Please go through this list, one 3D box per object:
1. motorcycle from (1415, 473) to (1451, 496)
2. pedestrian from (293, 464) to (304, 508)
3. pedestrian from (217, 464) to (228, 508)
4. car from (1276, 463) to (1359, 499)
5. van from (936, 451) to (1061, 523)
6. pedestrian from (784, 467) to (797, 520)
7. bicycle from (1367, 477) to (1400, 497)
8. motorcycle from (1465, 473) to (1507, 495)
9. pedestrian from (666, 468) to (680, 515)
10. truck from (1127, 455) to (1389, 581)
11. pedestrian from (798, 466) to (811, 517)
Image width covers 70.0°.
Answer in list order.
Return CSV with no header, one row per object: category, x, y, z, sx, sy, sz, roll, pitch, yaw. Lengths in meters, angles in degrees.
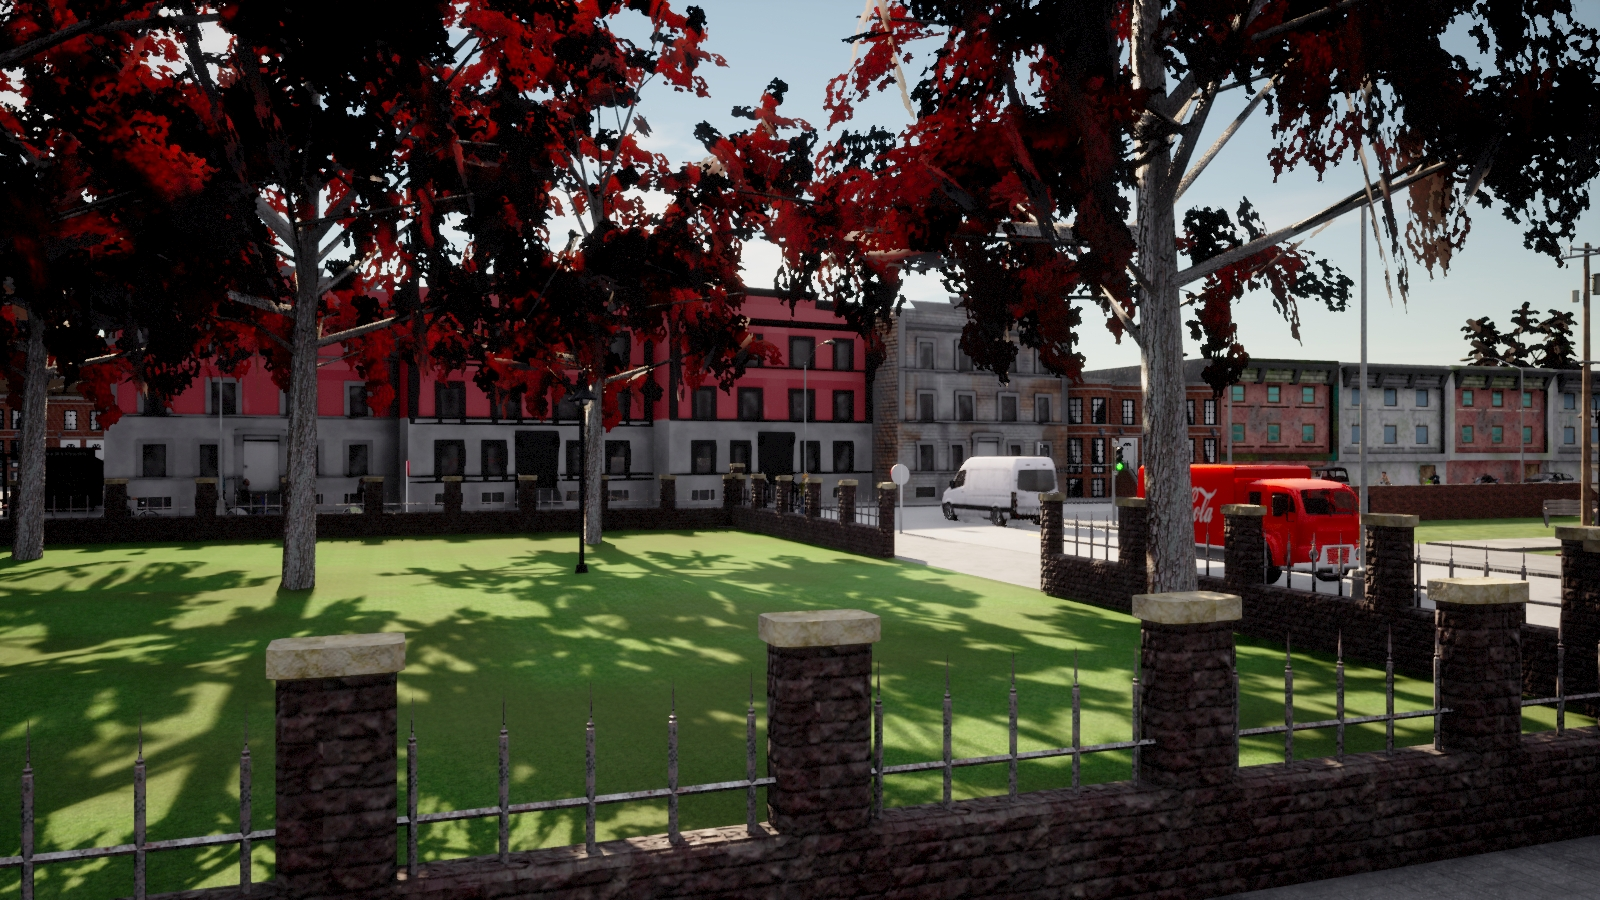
motorcycle,36.002,1.962,64.979,1.805,1.236,0.856,0,0,-20
pedestrian,-21.329,1.524,48.613,0.375,1.860,0.375,0,0,-18
pedestrian,-24.432,1.522,48.366,0.375,1.860,0.375,0,0,-20
car,28.140,1.638,62.162,3.866,1.878,1.905,0,0,-20
van,7.474,1.314,43.770,1.988,2.561,5.915,0,0,-21
pedestrian,-0.337,1.525,40.389,0.375,1.860,0.375,0,0,-20
bicycle,32.543,2.036,63.766,1.487,1.080,0.859,0,0,-20
motorcycle,39.853,1.985,66.375,2.209,1.251,0.867,0,0,-20
pedestrian,-5.023,1.628,45.230,0.375,1.860,0.375,0,0,-43
truck,9.964,1.348,25.442,2.627,2.467,5.204,0,0,-20
pedestrian,0.159,1.524,42.258,0.375,1.860,0.375,0,0,-18
